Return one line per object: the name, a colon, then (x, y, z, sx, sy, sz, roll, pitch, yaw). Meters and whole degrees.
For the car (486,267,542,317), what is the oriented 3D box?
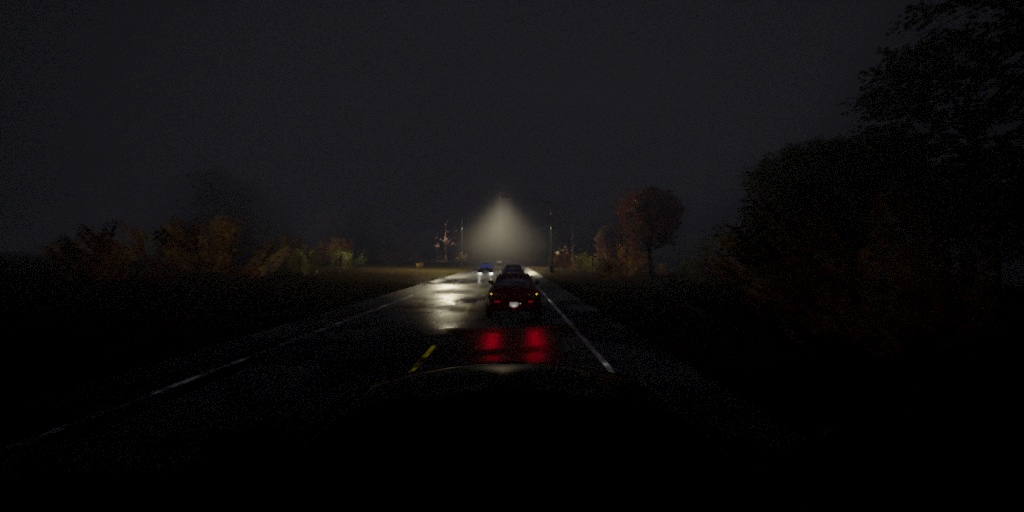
car: (0.074, 1.327, 13.360, 1.812, 1.442, 4.674, 0, 0, 0)

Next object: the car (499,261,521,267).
car: (0.077, 1.397, 28.622, 1.812, 1.442, 4.674, 0, 0, 0)

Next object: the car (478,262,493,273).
car: (-3.580, 1.500, 49.314, 1.812, 1.442, 4.674, 0, 0, 0)
